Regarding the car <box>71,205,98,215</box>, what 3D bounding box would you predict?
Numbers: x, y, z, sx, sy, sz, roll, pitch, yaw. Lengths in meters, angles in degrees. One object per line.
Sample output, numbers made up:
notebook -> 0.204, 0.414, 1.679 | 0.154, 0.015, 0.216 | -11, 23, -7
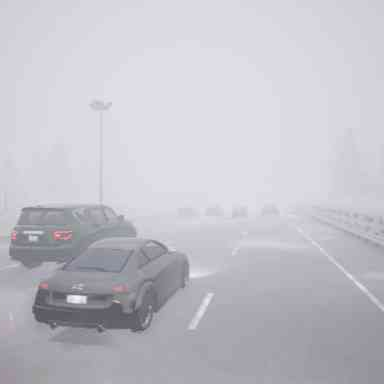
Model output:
car -> -16.730, 2.836, 52.052 | 1.837, 1.490, 4.892 | -1, -2, 13

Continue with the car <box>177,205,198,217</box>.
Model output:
car -> -0.557, 2.428, 43.578 | 1.882, 1.535, 5.008 | -1, -1, 12

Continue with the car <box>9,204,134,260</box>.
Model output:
car -> -3.903, 1.432, 12.007 | 2.150, 2.045, 5.566 | -1, -1, 12

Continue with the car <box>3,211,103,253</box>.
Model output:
car -> -6.521, 1.808, 16.388 | 2.128, 1.511, 4.902 | -1, -1, 12

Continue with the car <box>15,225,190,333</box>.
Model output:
car -> -1.374, 1.673, 7.177 | 1.994, 1.385, 4.181 | -1, -1, 12

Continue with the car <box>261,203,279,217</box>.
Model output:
car -> 9.724, 2.153, 41.454 | 2.097, 1.767, 4.553 | -1, -2, 12

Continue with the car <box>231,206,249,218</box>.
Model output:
car -> 5.747, 2.332, 39.622 | 2.033, 1.411, 5.357 | -1, -2, 12

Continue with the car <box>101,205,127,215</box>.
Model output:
car -> -12.643, 2.903, 54.236 | 2.033, 1.411, 5.357 | -1, -2, 12

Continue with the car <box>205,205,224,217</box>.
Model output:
car -> 2.931, 2.415, 43.148 | 1.837, 1.490, 4.892 | -1, -1, 12

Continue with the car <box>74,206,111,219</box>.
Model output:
car -> -12.093, 2.522, 40.853 | 2.033, 1.411, 5.357 | -1, -2, 13
